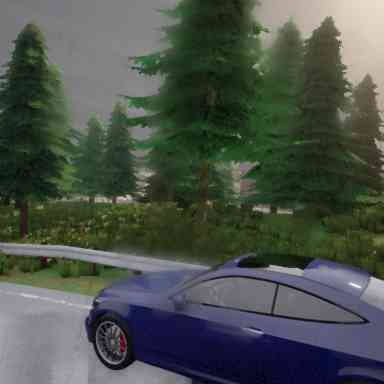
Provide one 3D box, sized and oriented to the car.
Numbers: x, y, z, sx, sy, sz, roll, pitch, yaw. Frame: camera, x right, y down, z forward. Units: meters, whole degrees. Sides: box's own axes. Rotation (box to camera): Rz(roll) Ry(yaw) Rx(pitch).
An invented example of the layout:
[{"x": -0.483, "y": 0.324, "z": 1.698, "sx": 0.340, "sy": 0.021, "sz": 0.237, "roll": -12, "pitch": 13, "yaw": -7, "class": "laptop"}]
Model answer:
[{"x": 0.787, "y": 1.499, "z": 4.078, "sx": 4.674, "sy": 1.442, "sz": 1.812, "roll": 1, "pitch": 1, "yaw": 31, "class": "car"}]
